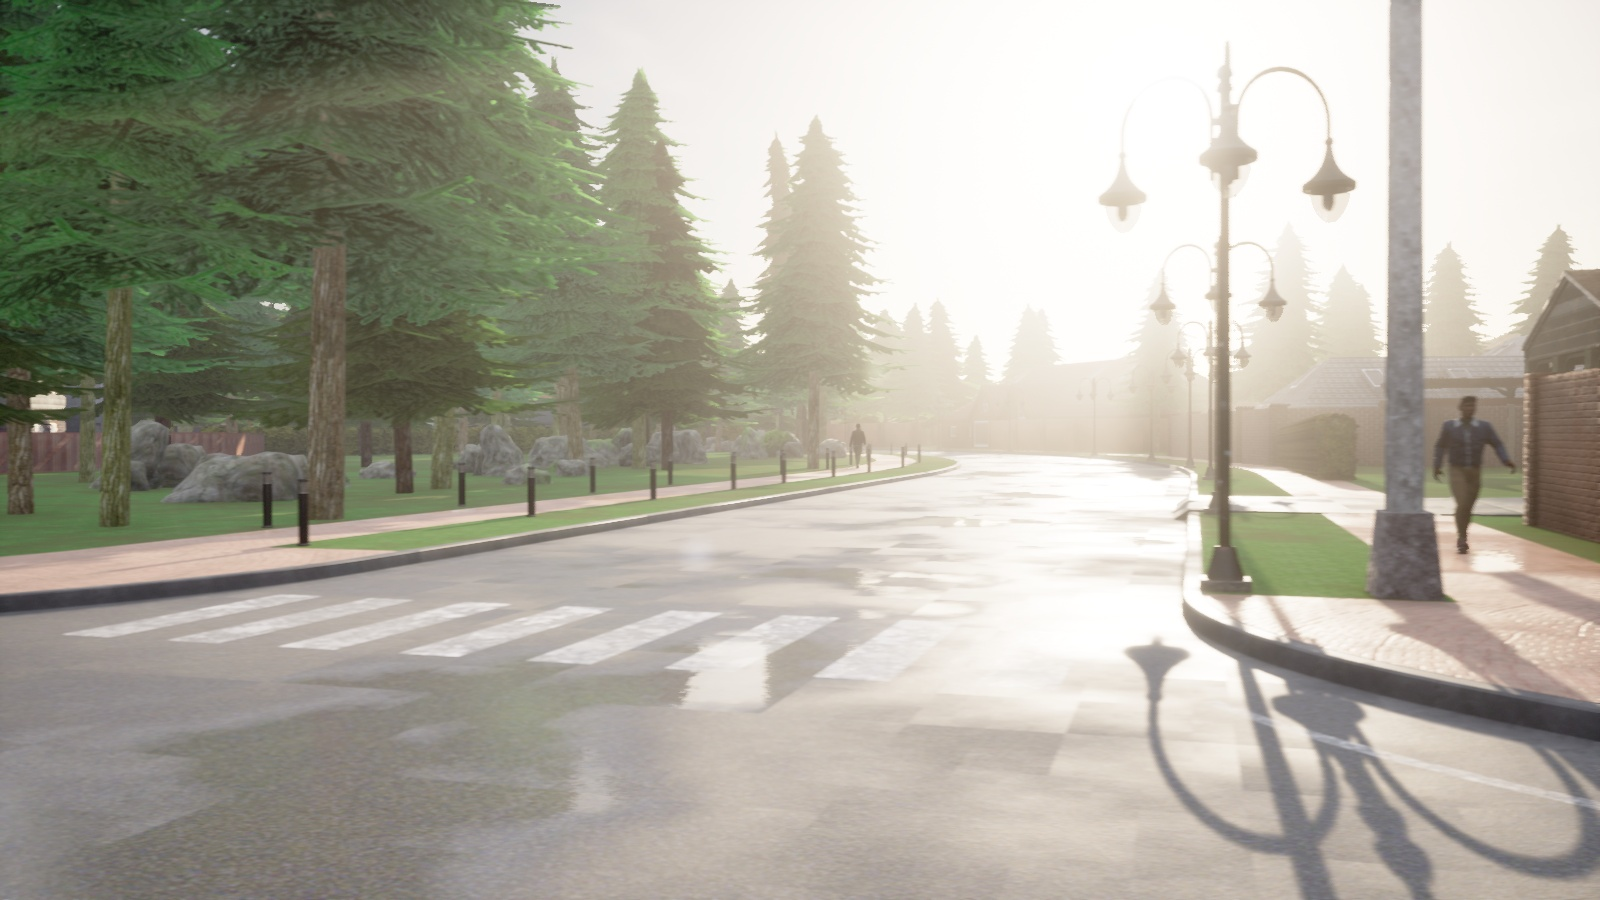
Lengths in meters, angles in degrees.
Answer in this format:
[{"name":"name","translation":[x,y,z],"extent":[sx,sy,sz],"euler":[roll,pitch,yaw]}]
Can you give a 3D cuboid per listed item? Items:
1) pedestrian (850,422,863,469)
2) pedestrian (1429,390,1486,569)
[{"name":"pedestrian","translation":[2.230,-0.179,49.753],"extent":[0.431,1.840,0.703],"euler":[0,1,9]},{"name":"pedestrian","translation":[7.376,0.315,14.100],"extent":[0.423,1.949,0.788],"euler":[0,1,18]}]
